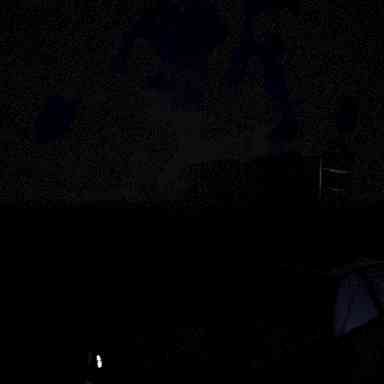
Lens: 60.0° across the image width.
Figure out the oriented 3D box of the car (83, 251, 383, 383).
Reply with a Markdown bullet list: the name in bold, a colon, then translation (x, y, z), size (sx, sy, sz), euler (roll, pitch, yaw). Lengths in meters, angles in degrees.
- **car**: translation (1.513, 1.548, 4.264), size (5.357, 1.411, 2.033), euler (0, 0, -38)
